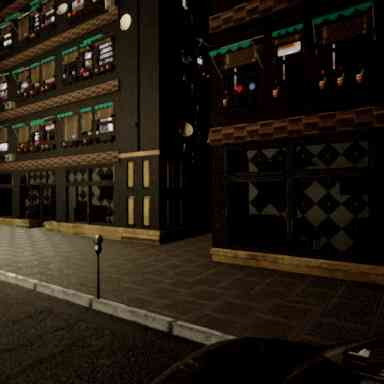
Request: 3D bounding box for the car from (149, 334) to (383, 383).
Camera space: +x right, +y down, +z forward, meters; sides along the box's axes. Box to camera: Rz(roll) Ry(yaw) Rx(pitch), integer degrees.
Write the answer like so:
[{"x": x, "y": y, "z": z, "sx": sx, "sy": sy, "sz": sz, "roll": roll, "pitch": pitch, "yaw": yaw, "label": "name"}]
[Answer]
[{"x": 1.575, "y": 1.551, "z": 1.750, "sx": 4.403, "sy": 1.369, "sz": 2.008, "roll": 0, "pitch": 0, "yaw": 36, "label": "car"}]
